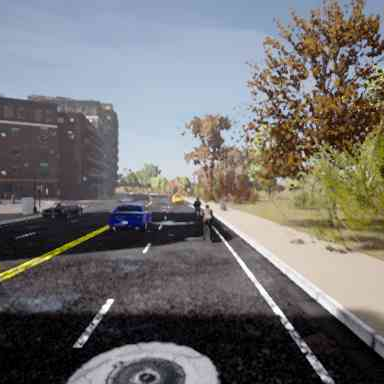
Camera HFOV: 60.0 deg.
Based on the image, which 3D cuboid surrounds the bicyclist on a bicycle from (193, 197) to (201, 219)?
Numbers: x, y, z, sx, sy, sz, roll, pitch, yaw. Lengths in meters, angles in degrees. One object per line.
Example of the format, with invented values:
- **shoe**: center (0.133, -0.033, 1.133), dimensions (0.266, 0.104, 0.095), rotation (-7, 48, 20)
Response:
- **bicyclist on a bicycle**: center (0.403, 1.271, 24.862), dimensions (0.659, 1.776, 1.843), rotation (0, 0, -2)

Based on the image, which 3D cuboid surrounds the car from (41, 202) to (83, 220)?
- **car**: center (-10.422, 1.496, 26.964), dimensions (1.895, 1.301, 4.718), rotation (0, 0, -2)

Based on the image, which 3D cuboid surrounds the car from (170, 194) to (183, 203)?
- **car**: center (-2.614, 1.222, 60.347), dimensions (1.882, 1.535, 5.008), rotation (0, 0, -5)

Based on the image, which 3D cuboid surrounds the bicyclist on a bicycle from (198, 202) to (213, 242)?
- **bicyclist on a bicycle**: center (0.699, 1.393, 14.941), dimensions (0.582, 1.620, 1.656), rotation (0, 0, -1)

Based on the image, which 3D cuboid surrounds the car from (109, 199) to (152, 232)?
- **car**: center (-3.464, 1.401, 19.359), dimensions (1.882, 1.535, 5.008), rotation (0, 0, -2)

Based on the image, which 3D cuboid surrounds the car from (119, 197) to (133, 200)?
- **car**: center (-7.719, 1.336, 39.027), dimensions (2.128, 1.511, 4.902), rotation (0, 0, -3)
